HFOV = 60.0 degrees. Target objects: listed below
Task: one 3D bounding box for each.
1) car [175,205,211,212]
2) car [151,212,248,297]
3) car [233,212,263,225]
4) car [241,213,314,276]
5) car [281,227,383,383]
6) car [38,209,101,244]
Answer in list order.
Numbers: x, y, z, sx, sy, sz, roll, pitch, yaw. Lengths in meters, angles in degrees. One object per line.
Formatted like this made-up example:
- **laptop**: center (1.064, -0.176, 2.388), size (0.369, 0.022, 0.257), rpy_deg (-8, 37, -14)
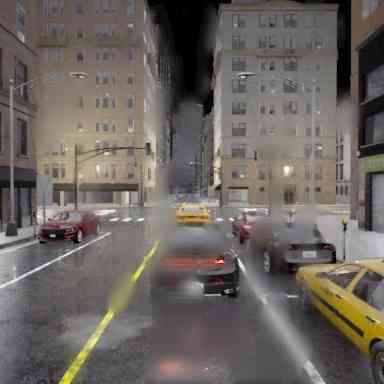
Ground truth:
- **car**: center (0.053, 1.471, 18.973), size (1.882, 1.535, 5.008), rpy_deg (0, 0, 1)
- **car**: center (0.073, 1.502, 8.546), size (1.837, 1.490, 4.892), rpy_deg (0, 0, 0)
- **car**: center (2.883, 1.577, 15.784), size (1.802, 1.307, 4.206), rpy_deg (-1, 0, 0)
- **car**: center (2.876, 1.563, 10.198), size (1.947, 1.339, 4.313), rpy_deg (-1, 0, 0)
- **car**: center (2.868, 1.524, 4.782), size (1.752, 1.417, 4.829), rpy_deg (-1, 0, 0)
- **car**: center (-5.662, 1.539, 15.792), size (1.887, 1.381, 4.507), rpy_deg (-1, 0, 0)
